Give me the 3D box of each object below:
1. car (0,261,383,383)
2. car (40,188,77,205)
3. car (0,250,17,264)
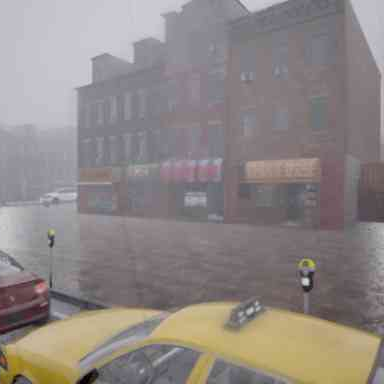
[{"bbox_3d":[0.191,1.524,2.669,4.829,1.417,1.752,0,0,36],"label":"car"},{"bbox_3d":[-16.470,0.501,42.578,2.150,2.045,5.566,0,2,35],"label":"car"},{"bbox_3d":[-4.119,1.576,5.750,4.206,1.307,1.802,0,0,36],"label":"car"}]
